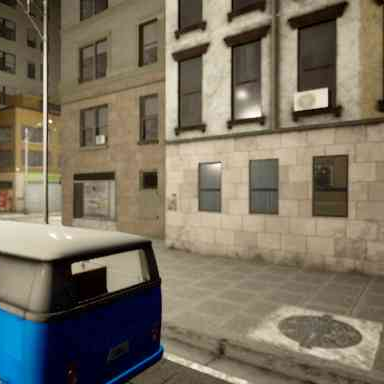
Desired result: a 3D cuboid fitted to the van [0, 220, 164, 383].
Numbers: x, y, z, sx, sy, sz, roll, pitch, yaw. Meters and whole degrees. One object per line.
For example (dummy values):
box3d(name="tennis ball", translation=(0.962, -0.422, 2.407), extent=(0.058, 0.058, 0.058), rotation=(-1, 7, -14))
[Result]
box3d(name="van", translation=(-2.251, 1.333, 4.352), extent=(3.998, 1.788, 1.690), rotation=(0, 0, 34))
